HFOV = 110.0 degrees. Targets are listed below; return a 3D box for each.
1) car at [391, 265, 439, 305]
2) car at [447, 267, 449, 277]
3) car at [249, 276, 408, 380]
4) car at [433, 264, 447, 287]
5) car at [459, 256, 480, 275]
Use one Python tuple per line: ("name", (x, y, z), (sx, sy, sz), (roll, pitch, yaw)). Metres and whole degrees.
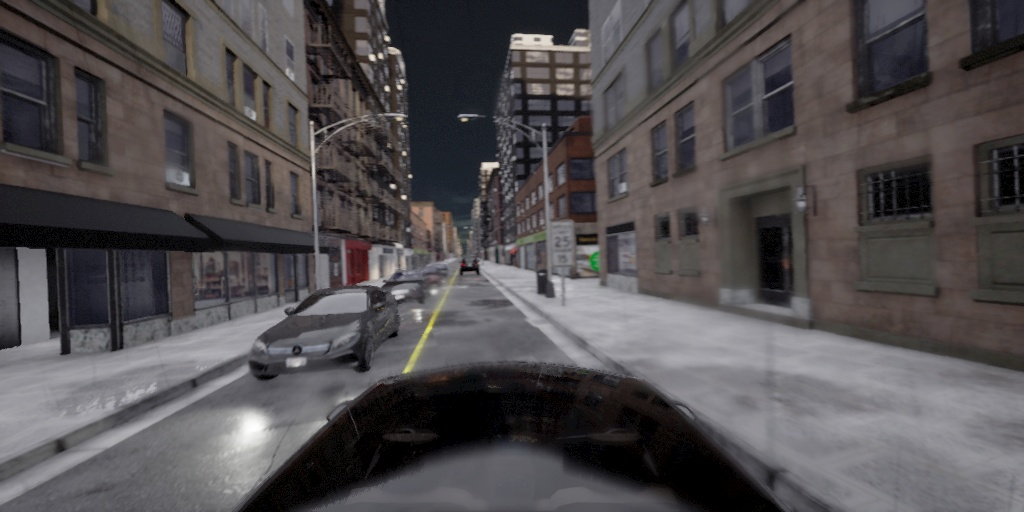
("car", (-4.900, 1.409, 17.093), (2.128, 1.511, 4.902), (-2, 0, -7))
("car", (-7.387, 1.509, 36.332), (2.033, 1.411, 5.357), (-2, 0, -7))
("car", (-3.696, 1.414, 7.938), (1.812, 1.442, 4.674), (-2, 0, -8))
("car", (-6.087, 1.504, 26.204), (1.994, 1.385, 4.181), (-2, 0, -7))
("car", (-4.805, 1.069, 40.751), (2.150, 2.045, 5.566), (-2, 0, -7))
